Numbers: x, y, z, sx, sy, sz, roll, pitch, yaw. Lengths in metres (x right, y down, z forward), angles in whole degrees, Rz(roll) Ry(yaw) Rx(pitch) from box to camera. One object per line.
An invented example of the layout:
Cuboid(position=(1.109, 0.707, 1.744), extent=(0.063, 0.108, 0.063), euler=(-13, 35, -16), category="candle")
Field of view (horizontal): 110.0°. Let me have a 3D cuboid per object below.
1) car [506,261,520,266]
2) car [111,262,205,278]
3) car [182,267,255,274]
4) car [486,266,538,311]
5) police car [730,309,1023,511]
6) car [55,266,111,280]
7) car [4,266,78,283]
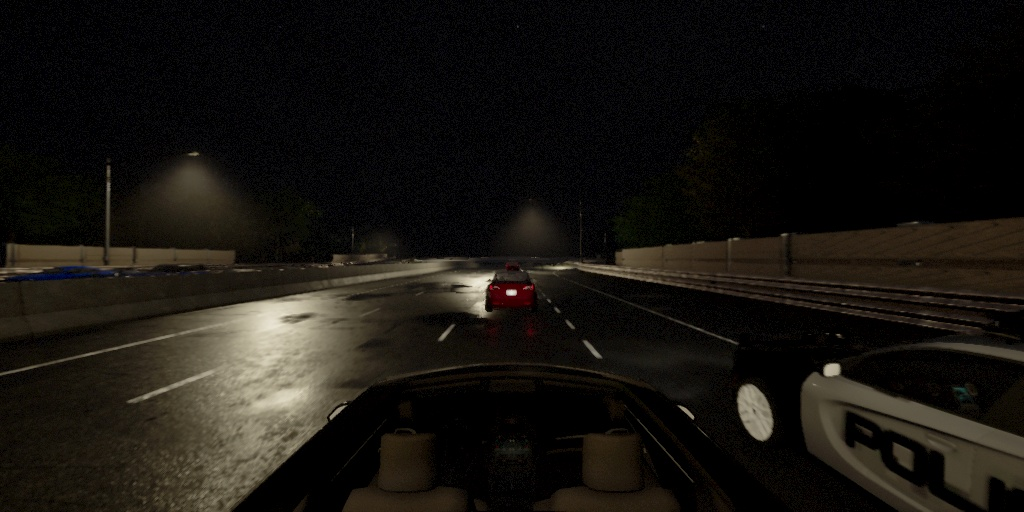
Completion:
Cuboid(position=(0.100, 1.623, 50.517), extent=(1.882, 1.535, 5.008), euler=(0, -1, 0), category="car")
Cuboid(position=(-21.041, 1.262, 22.159), extent=(2.097, 1.767, 4.553), euler=(0, 0, 1), category="car")
Cuboid(position=(-17.536, 1.515, 22.584), extent=(1.895, 1.301, 4.718), euler=(0, 0, 1), category="car")
Cuboid(position=(-0.012, 1.356, 15.054), extent=(2.163, 1.488, 4.792), euler=(0, 0, 0), category="car")
Cuboid(position=(3.499, 1.181, 2.336), extent=(1.930, 1.638, 5.238), euler=(0, 0, 0), category="police car")
Cuboid(position=(-24.541, 1.475, 22.236), extent=(1.994, 1.385, 4.181), euler=(0, -1, 0), category="car")
Cuboid(position=(-28.036, 1.391, 22.566), extent=(1.882, 1.535, 5.008), euler=(0, -1, 1), category="car")
